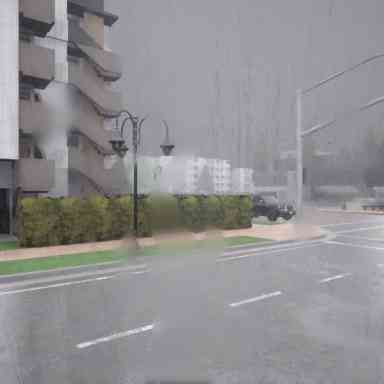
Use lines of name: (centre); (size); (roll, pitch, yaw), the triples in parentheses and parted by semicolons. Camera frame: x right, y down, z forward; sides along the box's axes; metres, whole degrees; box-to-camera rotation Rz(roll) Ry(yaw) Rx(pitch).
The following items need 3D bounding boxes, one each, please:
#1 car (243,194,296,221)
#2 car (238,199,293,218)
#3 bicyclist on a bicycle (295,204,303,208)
car: (5.776, 1.222, 27.326); (2.150, 2.045, 5.566); (0, 0, -38)
car: (6.882, 1.478, 31.644); (1.882, 1.535, 5.008); (0, 0, -37)
bicyclist on a bicycle: (13.423, 1.301, 41.677); (1.656, 1.620, 0.582); (0, 0, -39)
